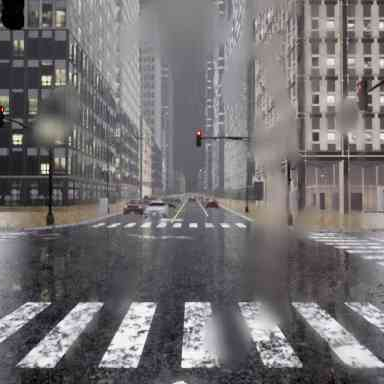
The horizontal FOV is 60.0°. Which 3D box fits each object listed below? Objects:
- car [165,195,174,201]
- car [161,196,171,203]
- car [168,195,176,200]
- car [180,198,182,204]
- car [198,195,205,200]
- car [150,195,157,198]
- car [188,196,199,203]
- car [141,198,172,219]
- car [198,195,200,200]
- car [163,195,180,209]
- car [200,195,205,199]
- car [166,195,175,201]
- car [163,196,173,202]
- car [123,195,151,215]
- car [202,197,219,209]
[{"bbox_3d":[-5.689,1.575,83.917,1.887,1.381,4.507,1,0,0],"label":"car"},{"bbox_3d":[-5.687,1.571,72.767,1.887,1.381,4.507,1,0,0],"label":"car"},{"bbox_3d":[-5.692,1.601,95.068,1.947,1.339,4.313,1,0,0],"label":"car"},{"bbox_3d":[-3.016,1.623,64.210,1.895,1.301,4.718,0,0,0],"label":"car"},{"bbox_3d":[2.689,1.580,95.150,1.887,1.381,4.507,1,0,0],"label":"car"},{"bbox_3d":[-5.678,1.331,44.891,2.192,1.841,5.009,1,0,0],"label":"car"},{"bbox_3d":[0.073,1.571,70.456,2.033,1.411,5.357,0,0,0],"label":"car"},{"bbox_3d":[-3.109,1.536,29.766,1.812,1.442,4.674,0,0,0],"label":"car"},{"bbox_3d":[2.694,1.588,61.687,1.947,1.339,4.313,1,0,0],"label":"car"},{"bbox_3d":[-3.106,1.564,45.852,2.033,1.411,5.357,0,0,0],"label":"car"},{"bbox_3d":[2.696,1.545,56.280,1.752,1.417,4.829,1,0,0],"label":"car"},{"bbox_3d":[-5.690,1.584,89.493,2.008,1.369,4.403,1,0,0],"label":"car"},{"bbox_3d":[-5.688,1.579,78.342,2.008,1.369,4.403,1,0,0],"label":"car"},{"bbox_3d":[-5.679,1.452,33.741,1.967,1.590,4.097,1,0,0],"label":"car"},{"bbox_3d":[2.696,1.598,44.954,1.802,1.307,4.206,1,0,0],"label":"car"}]
